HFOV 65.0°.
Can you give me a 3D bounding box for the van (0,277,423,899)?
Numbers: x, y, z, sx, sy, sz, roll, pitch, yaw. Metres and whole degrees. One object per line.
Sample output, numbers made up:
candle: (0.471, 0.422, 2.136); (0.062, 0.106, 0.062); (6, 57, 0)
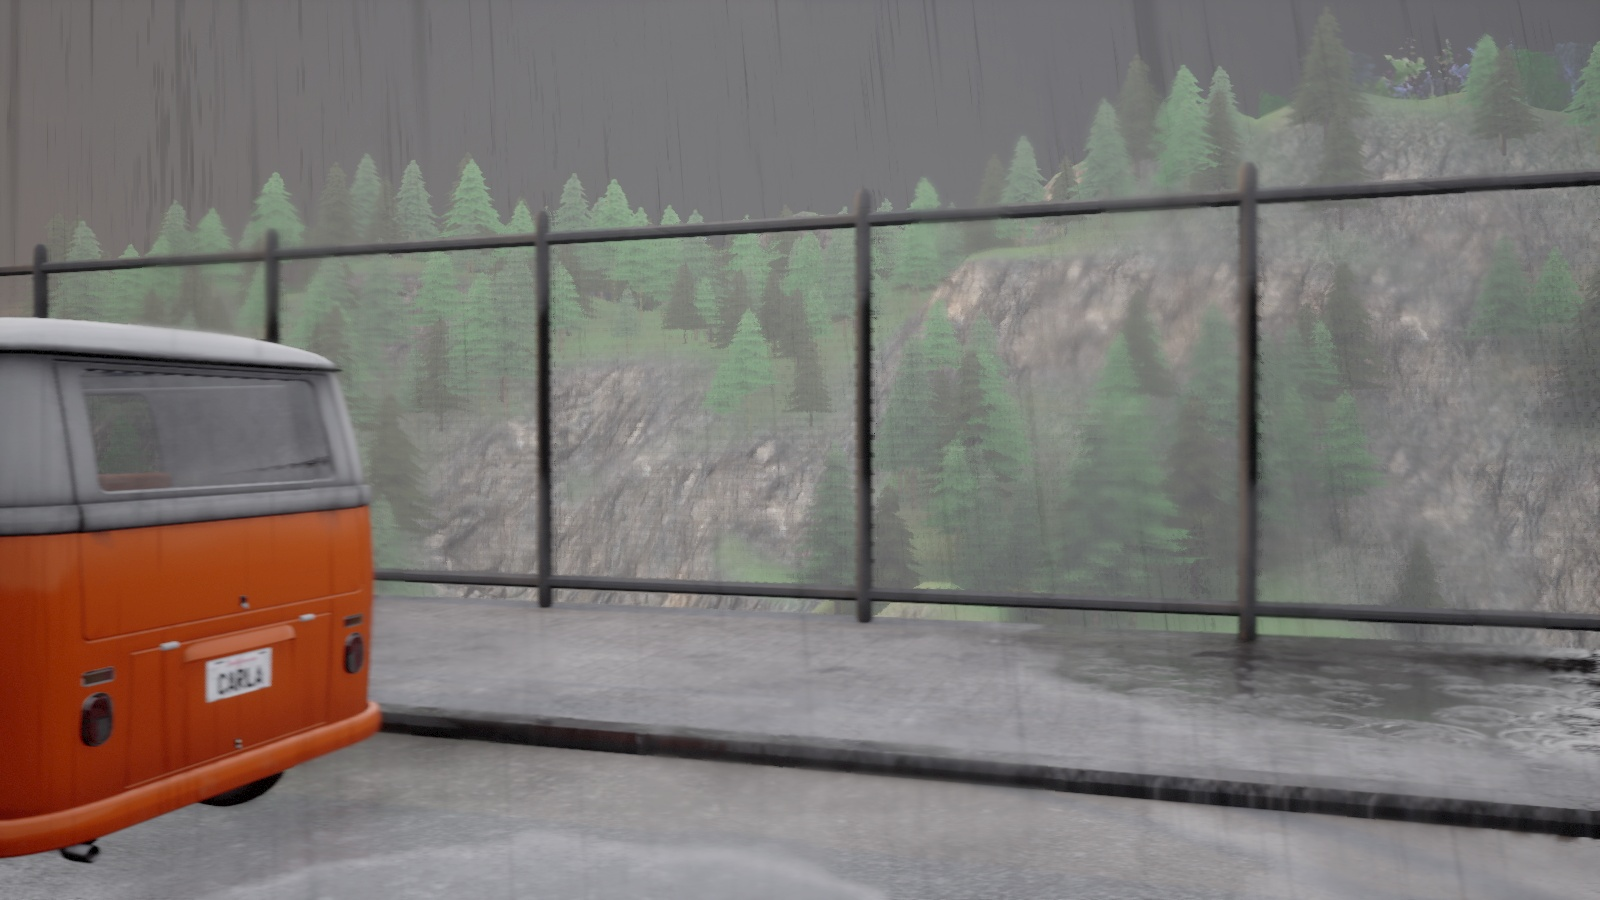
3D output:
van: (-3.941, 0.484, 5.041); (4.442, 1.987, 1.775); (1, 1, 19)
